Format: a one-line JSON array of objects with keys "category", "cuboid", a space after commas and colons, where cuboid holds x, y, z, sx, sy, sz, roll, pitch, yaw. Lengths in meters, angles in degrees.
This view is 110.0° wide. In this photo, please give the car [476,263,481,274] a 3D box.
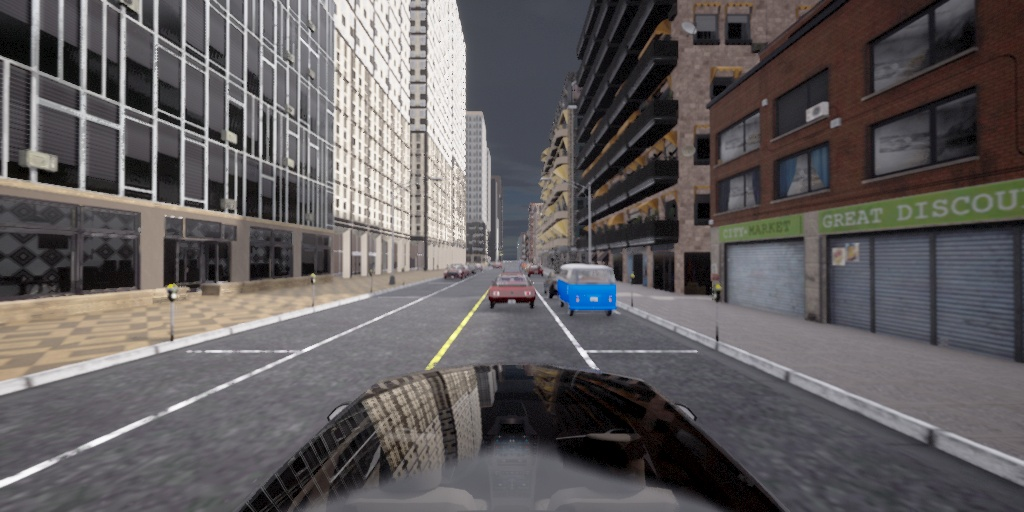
[{"category": "car", "cuboid": [-5.683, 1.748, 47.517, 1.948, 1.339, 4.313, 0, 0, 0]}]

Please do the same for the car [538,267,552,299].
[{"category": "car", "cuboid": [2.693, 1.481, 19.273, 1.948, 1.339, 4.313, 0, 0, 0]}]

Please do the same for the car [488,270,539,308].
[{"category": "car", "cuboid": [0.004, 1.485, 15.955, 1.895, 1.301, 4.718, 0, -1, 0]}]

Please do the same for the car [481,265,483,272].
[{"category": "car", "cuboid": [-5.681, 1.874, 58.813, 1.802, 1.307, 4.207, 0, 0, 0]}]

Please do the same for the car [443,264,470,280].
[{"category": "car", "cuboid": [-5.685, 1.515, 36.220, 1.967, 1.591, 4.097, 0, 0, 0]}]

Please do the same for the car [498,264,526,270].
[{"category": "car", "cuboid": [0.007, 1.626, 30.954, 1.895, 1.301, 4.718, 0, -1, 0]}]

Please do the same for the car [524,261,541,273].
[{"category": "car", "cuboid": [2.697, 1.673, 41.866, 1.888, 1.381, 4.507, 0, 0, 0]}]

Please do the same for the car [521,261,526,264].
[{"category": "car", "cuboid": [2.699, 1.762, 53.333, 1.751, 1.417, 4.829, 0, 0, 0]}]

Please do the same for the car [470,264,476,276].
[{"category": "car", "cuboid": [-5.683, 1.710, 41.868, 1.802, 1.307, 4.207, 0, 0, 0]}]

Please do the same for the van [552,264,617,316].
[{"category": "van", "cuboid": [2.692, 1.203, 13.625, 1.690, 1.789, 3.998, 0, 0, 0]}]
